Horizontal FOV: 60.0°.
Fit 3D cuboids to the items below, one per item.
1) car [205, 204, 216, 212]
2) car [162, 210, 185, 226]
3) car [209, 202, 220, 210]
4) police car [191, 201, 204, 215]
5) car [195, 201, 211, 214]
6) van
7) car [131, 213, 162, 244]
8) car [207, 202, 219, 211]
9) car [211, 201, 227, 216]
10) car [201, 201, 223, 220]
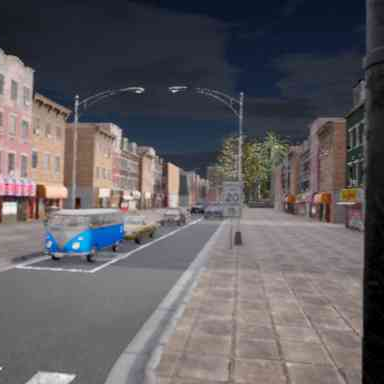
[{"bbox_3d":[3.888,3.212,68.254,1.887,1.381,4.507,1,-1,8],"label":"car"},{"bbox_3d":[-1.597,2.221,29.369,1.802,1.307,4.206,1,-1,8],"label":"car"},{"bbox_3d":[5.461,3.279,79.368,2.192,1.841,5.009,1,-1,8],"label":"car"},{"bbox_3d":[1.025,2.614,50.599,1.930,1.638,5.238,1,-1,8],"label":"police car"},{"bbox_3d":[2.024,2.600,57.449,2.150,2.045,5.566,1,-1,8],"label":"car"},{"bbox_3d":[-3.941,1.541,12.710,1.690,1.788,3.998,1,-1,8],"label":"van"},{"bbox_3d":[-3.187,1.867,18.092,1.752,1.417,4.829,1,-1,8],"label":"car"},{"bbox_3d":[4.677,3.130,73.813,2.192,1.841,5.009,1,-1,8],"label":"car"},{"bbox_3d":[4.372,2.545,52.585,2.150,2.045,5.566,1,-1,9],"label":"car"},{"bbox_3d":[2.713,2.360,40.666,2.097,1.767,4.553,1,-1,8],"label":"car"}]
